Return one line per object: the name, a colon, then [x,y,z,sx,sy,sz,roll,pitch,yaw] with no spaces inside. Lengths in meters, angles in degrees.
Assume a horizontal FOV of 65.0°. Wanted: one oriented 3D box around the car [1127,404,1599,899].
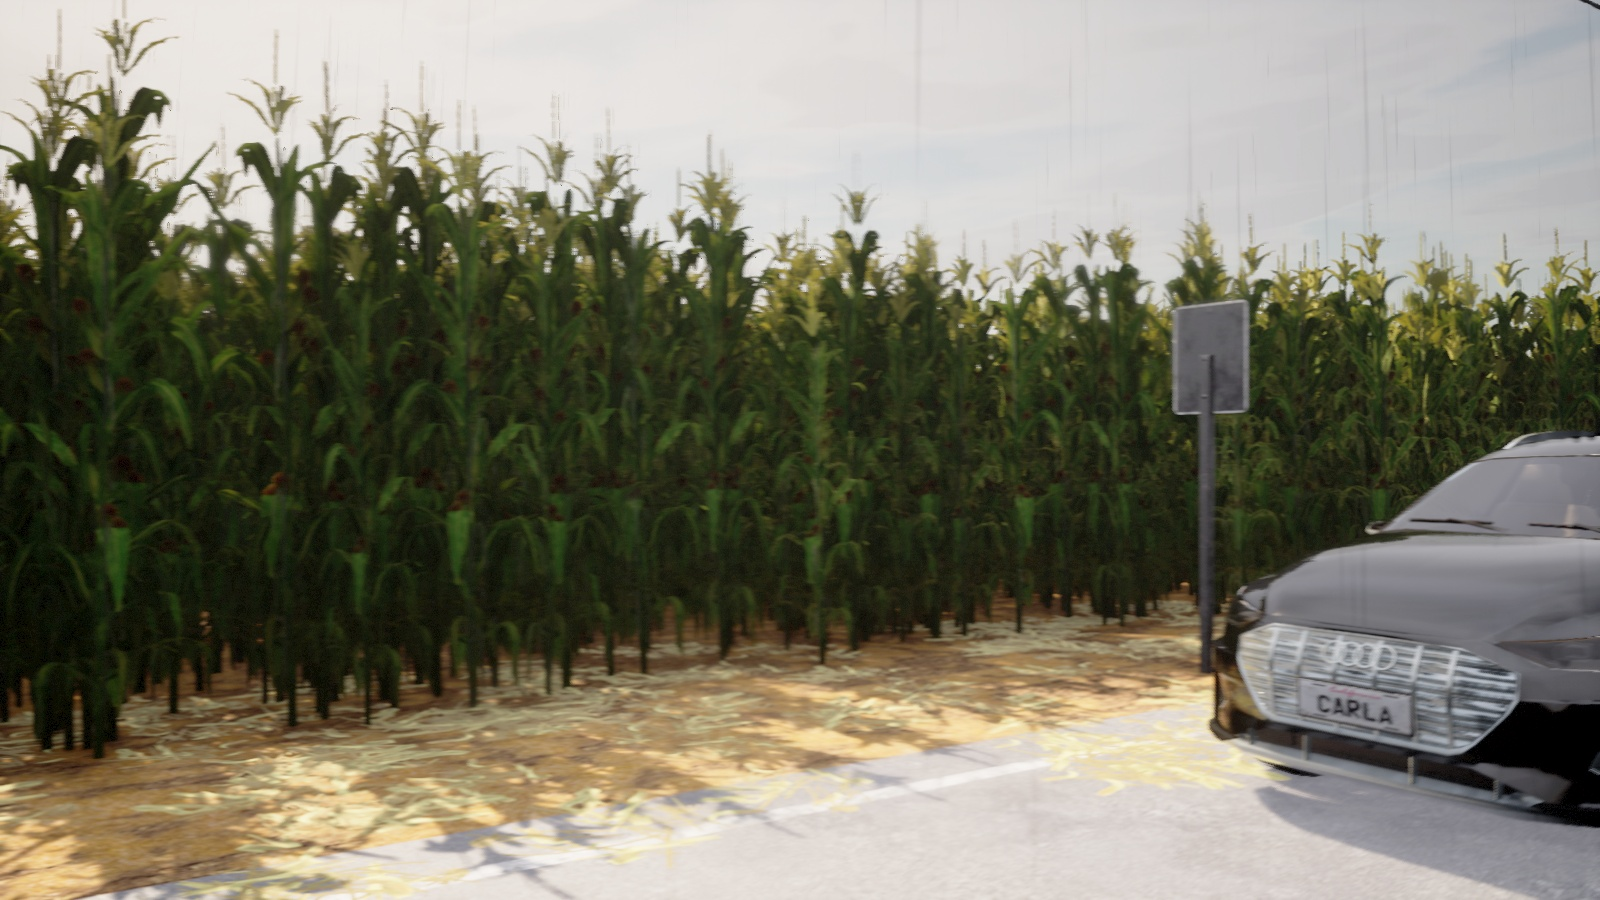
car: [4.015,0.681,6.089,4.856,1.649,2.033,0,0,-35]
